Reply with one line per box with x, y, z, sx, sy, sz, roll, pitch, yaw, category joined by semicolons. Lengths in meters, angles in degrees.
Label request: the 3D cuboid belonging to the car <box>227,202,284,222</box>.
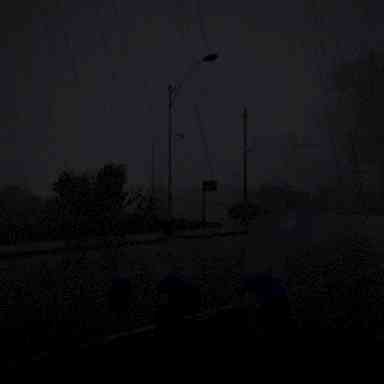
4.920;1.546;26.254;1.837;1.490;4.892;0;0;-39;car
